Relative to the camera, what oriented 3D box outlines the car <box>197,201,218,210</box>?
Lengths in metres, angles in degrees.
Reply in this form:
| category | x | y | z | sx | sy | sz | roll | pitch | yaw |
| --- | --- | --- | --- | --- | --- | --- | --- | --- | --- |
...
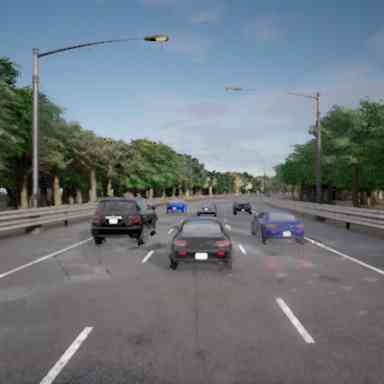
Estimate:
| category | x | y | z | sx | sy | sz | roll | pitch | yaw |
| --- | --- | --- | --- | --- | --- | --- | --- | --- | --- |
| car | 1.488 | 1.619 | 32.189 | 2.033 | 1.411 | 5.357 | 0 | 0 | 5 |

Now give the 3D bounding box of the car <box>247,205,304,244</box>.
| category | x | y | z | sx | sy | sz | roll | pitch | yaw |
| --- | --- | --- | --- | --- | --- | --- | --- | --- | --- |
| car | 3.995 | 1.563 | 15.964 | 1.812 | 1.442 | 4.674 | 0 | 0 | 2 |

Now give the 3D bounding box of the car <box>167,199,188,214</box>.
| category | x | y | z | sx | sy | sz | roll | pitch | yaw |
| --- | --- | --- | --- | --- | --- | --- | --- | --- | --- |
| car | -1.595 | 1.556 | 36.877 | 1.882 | 1.535 | 5.008 | 0 | 0 | 5 |

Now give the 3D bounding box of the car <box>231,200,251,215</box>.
| category | x | y | z | sx | sy | sz | roll | pitch | yaw |
| --- | --- | --- | --- | --- | --- | --- | --- | --- | --- |
| car | 5.331 | 1.589 | 35.776 | 1.837 | 1.490 | 4.892 | 0 | 0 | 5 |

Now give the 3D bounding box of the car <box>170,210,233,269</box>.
| category | x | y | z | sx | sy | sz | roll | pitch | yaw |
| --- | --- | --- | --- | --- | --- | --- | --- | --- | --- |
| car | 0.326 | 1.549 | 11.151 | 1.812 | 1.442 | 4.674 | 0 | 0 | 2 |

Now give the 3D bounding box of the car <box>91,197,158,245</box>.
| category | x | y | z | sx | sy | sz | roll | pitch | yaw |
| --- | --- | --- | --- | --- | --- | --- | --- | --- | --- |
| car | -3.017 | 1.253 | 15.874 | 2.150 | 2.045 | 5.566 | 0 | 0 | 2 |
